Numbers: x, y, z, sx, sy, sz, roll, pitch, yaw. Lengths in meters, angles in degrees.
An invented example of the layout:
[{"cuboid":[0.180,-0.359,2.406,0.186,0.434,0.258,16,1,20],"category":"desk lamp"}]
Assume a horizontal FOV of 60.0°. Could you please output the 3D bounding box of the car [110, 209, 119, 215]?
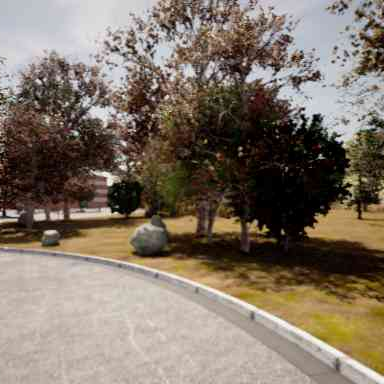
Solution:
[{"cuboid":[-11.903,2.956,55.160,2.128,1.511,4.902,-1,-2,10],"category":"car"}]
